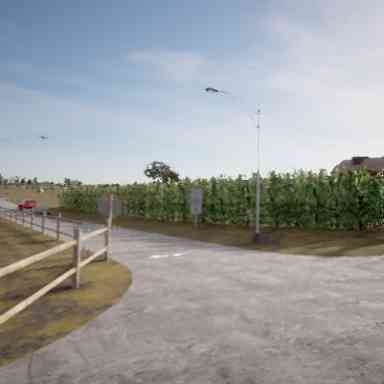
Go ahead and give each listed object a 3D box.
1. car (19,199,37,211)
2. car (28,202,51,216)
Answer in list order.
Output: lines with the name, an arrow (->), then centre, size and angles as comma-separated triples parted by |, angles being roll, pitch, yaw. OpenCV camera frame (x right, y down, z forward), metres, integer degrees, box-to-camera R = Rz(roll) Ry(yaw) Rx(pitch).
car -> -26.471, 2.177, 53.893 | 2.150, 2.045, 5.566 | 3, -1, -35
car -> -20.748, 2.523, 45.710 | 1.994, 1.385, 4.181 | 3, -2, -36
